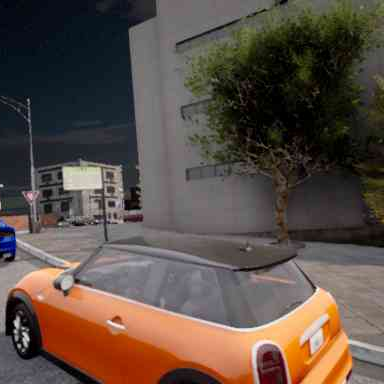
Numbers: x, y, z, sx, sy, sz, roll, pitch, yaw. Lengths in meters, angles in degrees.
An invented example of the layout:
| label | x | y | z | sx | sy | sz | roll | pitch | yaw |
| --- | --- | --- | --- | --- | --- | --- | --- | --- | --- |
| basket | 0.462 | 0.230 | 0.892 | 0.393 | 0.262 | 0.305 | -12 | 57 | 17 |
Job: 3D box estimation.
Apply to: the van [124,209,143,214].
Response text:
| label | x | y | z | sx | sy | sz | roll | pitch | yaw |
| --- | --- | --- | --- | --- | --- | --- | --- | --- | --- |
| van | -7.119 | 3.373 | 45.224 | 4.442 | 1.987 | 1.878 | -7 | -7 | 24 |

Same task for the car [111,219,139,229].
| label | x | y | z | sx | sy | sz | roll | pitch | yaw |
| --- | --- | --- | --- | --- | --- | --- | --- | --- | --- |
| car | -12.702 | 6.024 | 62.733 | 4.792 | 1.488 | 2.163 | -7 | -8 | 24 |

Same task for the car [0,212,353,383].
| label | x | y | z | sx | sy | sz | roll | pitch | yaw |
| --- | --- | --- | --- | --- | --- | --- | --- | --- | --- |
| car | -0.532 | 1.344 | 4.326 | 4.553 | 1.767 | 2.097 | 0 | 0 | 39 |

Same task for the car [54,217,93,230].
| label | x | y | z | sx | sy | sz | roll | pitch | yaw |
| --- | --- | --- | --- | --- | --- | --- | --- | --- | --- |
| car | -15.882 | 4.186 | 44.767 | 2.128 | 1.511 | 4.902 | -7 | -6 | 24 |

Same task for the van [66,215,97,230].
| label | x | y | z | sx | sy | sz | roll | pitch | yaw |
| --- | --- | --- | --- | --- | --- | --- | --- | --- | --- |
| van | -17.500 | 4.856 | 52.591 | 4.442 | 1.987 | 1.878 | -7 | -7 | 24 |

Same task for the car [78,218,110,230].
| label | x | y | z | sx | sy | sz | roll | pitch | yaw |
| --- | --- | --- | --- | --- | --- | --- | --- | --- | --- |
| car | -16.241 | 5.281 | 55.040 | 5.008 | 1.535 | 2.097 | -7 | -7 | 24 |

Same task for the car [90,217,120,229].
| label | x | y | z | sx | sy | sz | roll | pitch | yaw |
| --- | --- | --- | --- | --- | --- | --- | --- | --- | --- |
| car | -15.065 | 5.385 | 57.571 | 4.553 | 1.767 | 2.185 | -7 | -7 | 24 |

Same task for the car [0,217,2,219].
| label | x | y | z | sx | sy | sz | roll | pitch | yaw |
| --- | --- | --- | --- | --- | --- | --- | --- | --- | --- |
| car | -7.165 | 1.379 | 10.712 | 1.882 | 1.535 | 5.008 | -2 | 1 | -41 |
